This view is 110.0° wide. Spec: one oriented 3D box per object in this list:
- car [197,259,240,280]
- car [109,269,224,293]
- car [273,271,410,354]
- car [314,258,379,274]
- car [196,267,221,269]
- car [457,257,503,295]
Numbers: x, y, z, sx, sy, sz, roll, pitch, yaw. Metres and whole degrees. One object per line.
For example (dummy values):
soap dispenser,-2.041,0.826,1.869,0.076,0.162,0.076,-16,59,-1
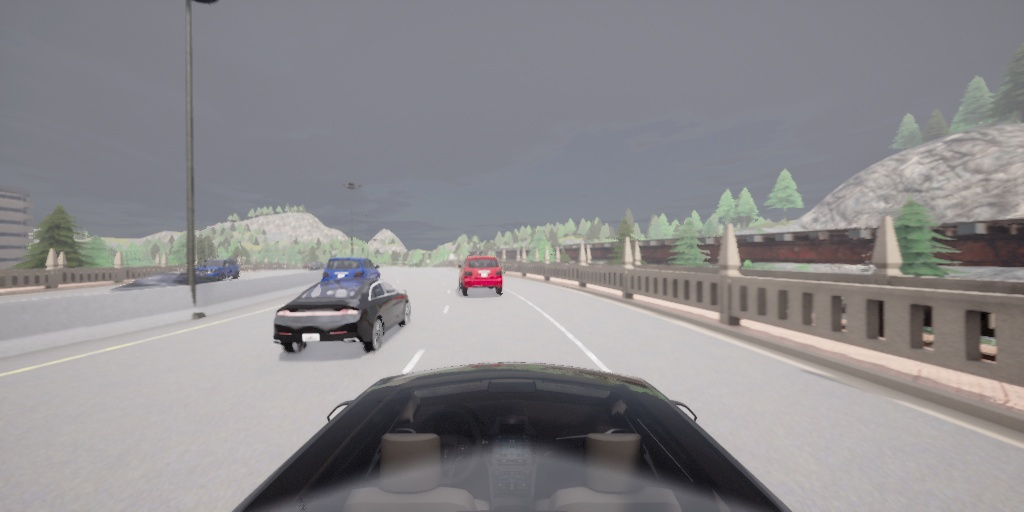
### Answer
car,-27.275,1.320,33.160,2.150,2.045,5.566,0,0,-19
car,-15.502,1.477,16.106,1.994,1.385,4.181,0,0,-10
car,-3.874,1.294,8.998,2.128,1.511,4.902,0,0,-4
car,-8.932,1.109,20.329,2.150,2.045,5.566,0,0,-11
car,-20.159,1.580,21.719,1.895,1.301,4.718,0,0,-14
car,-1.892,1.061,20.709,2.150,2.045,5.566,0,0,-11
